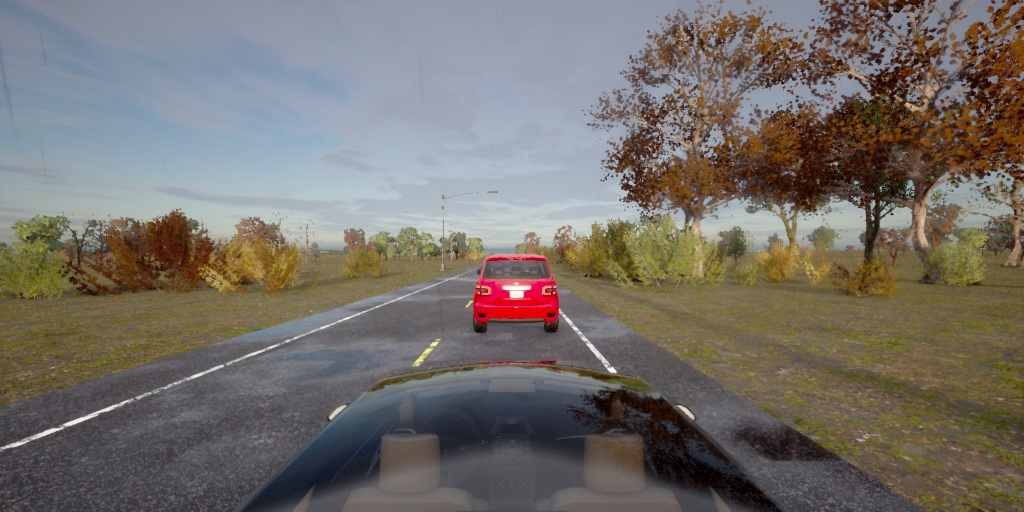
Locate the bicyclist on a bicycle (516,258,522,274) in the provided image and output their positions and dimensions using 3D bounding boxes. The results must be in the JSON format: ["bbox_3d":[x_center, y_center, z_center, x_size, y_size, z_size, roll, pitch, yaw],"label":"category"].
[{"bbox_3d":[0.802,1.107,40.075,0.659,1.776,1.843,0,0,0],"label":"bicyclist on a bicycle"}]

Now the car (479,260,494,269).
[{"bbox_3d":[-3.909,1.282,55.785,2.033,1.411,5.357,0,0,-1],"label":"car"}]

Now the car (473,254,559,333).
[{"bbox_3d":[0.083,0.968,10.884,2.150,2.045,5.566,0,0,-1],"label":"car"}]

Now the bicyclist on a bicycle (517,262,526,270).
[{"bbox_3d":[0.873,1.110,30.063,0.659,1.776,1.843,0,0,0],"label":"bicyclist on a bicycle"}]
